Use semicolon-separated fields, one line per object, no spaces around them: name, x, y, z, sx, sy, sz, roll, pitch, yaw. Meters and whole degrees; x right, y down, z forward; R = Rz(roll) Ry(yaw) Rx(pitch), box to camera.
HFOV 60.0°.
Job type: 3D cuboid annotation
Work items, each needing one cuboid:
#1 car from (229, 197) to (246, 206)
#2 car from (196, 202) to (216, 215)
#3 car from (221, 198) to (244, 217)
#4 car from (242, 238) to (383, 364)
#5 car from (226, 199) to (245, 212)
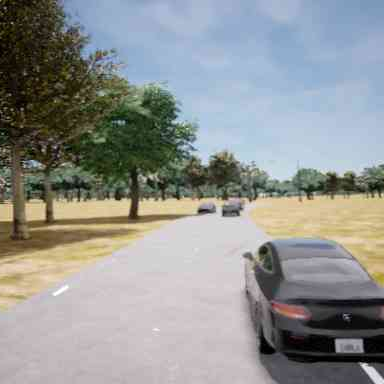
car;8.914;1.896;64.823;2.128;1.511;4.902;-3;-1;21
car;1.851;1.955;40.994;2.033;1.411;5.357;-3;-1;11
car;4.161;1.733;35.370;2.128;1.511;4.902;-3;-1;9
car;1.951;1.547;5.962;1.812;1.442;4.674;-2;-1;6
car;5.968;1.754;45.287;1.882;1.535;5.008;-3;-1;14
